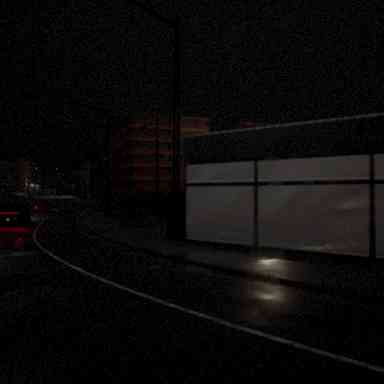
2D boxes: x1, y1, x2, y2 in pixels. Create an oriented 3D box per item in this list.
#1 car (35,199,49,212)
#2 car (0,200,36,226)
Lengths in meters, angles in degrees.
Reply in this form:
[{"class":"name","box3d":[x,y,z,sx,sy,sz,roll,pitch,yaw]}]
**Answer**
[{"class":"car","box3d":[-18.688,1.628,40.669,1.882,1.535,5.008,0,0,-17]},{"class":"car","box3d":[-12.790,1.588,23.896,2.128,1.511,4.902,0,0,-21]}]
